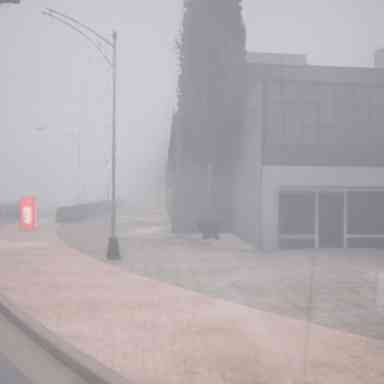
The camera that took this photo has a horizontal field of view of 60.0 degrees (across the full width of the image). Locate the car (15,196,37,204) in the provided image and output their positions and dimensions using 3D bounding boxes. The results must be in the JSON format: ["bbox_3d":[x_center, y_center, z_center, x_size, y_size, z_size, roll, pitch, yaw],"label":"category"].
[{"bbox_3d":[-29.098,1.427,58.388,1.994,1.385,4.181,0,0,-5],"label":"car"}]

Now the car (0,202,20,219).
[{"bbox_3d":[-15.799,1.622,29.934,2.128,1.511,4.902,0,0,-7],"label":"car"}]

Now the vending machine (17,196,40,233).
[{"bbox_3d":[-9.666,1.286,19.702,1.100,2.100,0.880,0,0,-19],"label":"vending machine"}]
